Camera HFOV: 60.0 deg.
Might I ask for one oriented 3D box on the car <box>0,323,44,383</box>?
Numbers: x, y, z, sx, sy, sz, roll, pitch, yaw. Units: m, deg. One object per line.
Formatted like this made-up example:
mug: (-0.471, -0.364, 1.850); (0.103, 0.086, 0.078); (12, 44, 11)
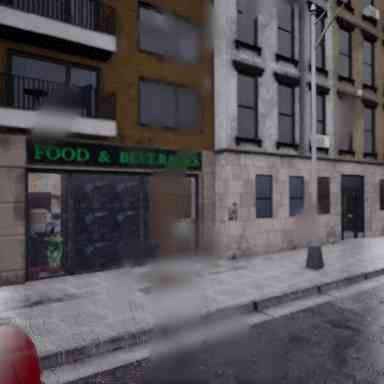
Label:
car: (-3.172, 1.495, 1.132); (5.008, 1.535, 1.882); (0, 0, -34)
